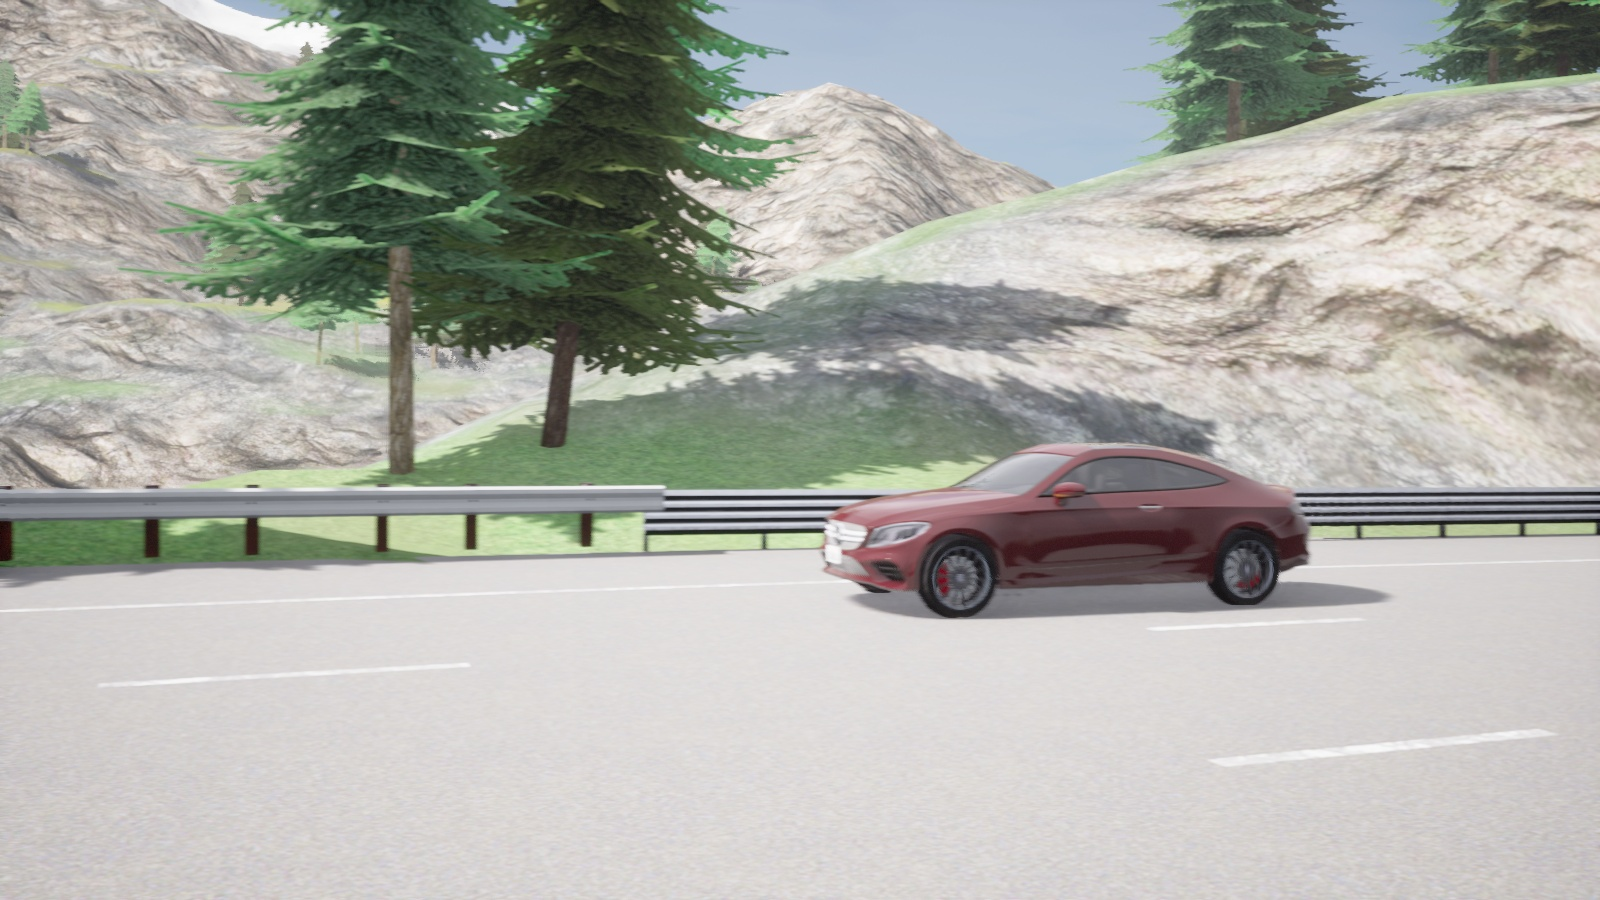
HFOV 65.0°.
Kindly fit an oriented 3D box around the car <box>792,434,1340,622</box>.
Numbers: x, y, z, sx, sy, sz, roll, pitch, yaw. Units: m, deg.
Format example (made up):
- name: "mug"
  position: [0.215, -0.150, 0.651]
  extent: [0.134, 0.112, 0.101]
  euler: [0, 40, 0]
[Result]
- name: "car"
  position: [2.436, 0.605, 11.589]
  extent: [4.674, 1.442, 1.812]
  euler: [-1, 1, -19]
